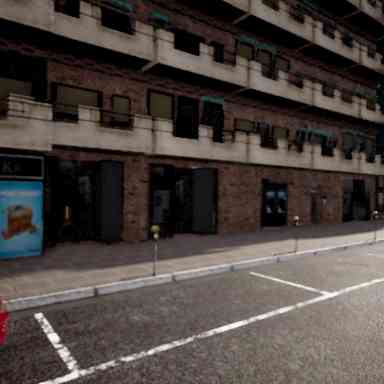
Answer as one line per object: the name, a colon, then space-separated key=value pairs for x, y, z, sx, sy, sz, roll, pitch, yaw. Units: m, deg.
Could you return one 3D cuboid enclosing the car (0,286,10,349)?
car: x=-4.307 y=1.580 z=3.474 sx=4.206 sy=1.307 sz=1.802 roll=0 pitch=1 yaw=-36
